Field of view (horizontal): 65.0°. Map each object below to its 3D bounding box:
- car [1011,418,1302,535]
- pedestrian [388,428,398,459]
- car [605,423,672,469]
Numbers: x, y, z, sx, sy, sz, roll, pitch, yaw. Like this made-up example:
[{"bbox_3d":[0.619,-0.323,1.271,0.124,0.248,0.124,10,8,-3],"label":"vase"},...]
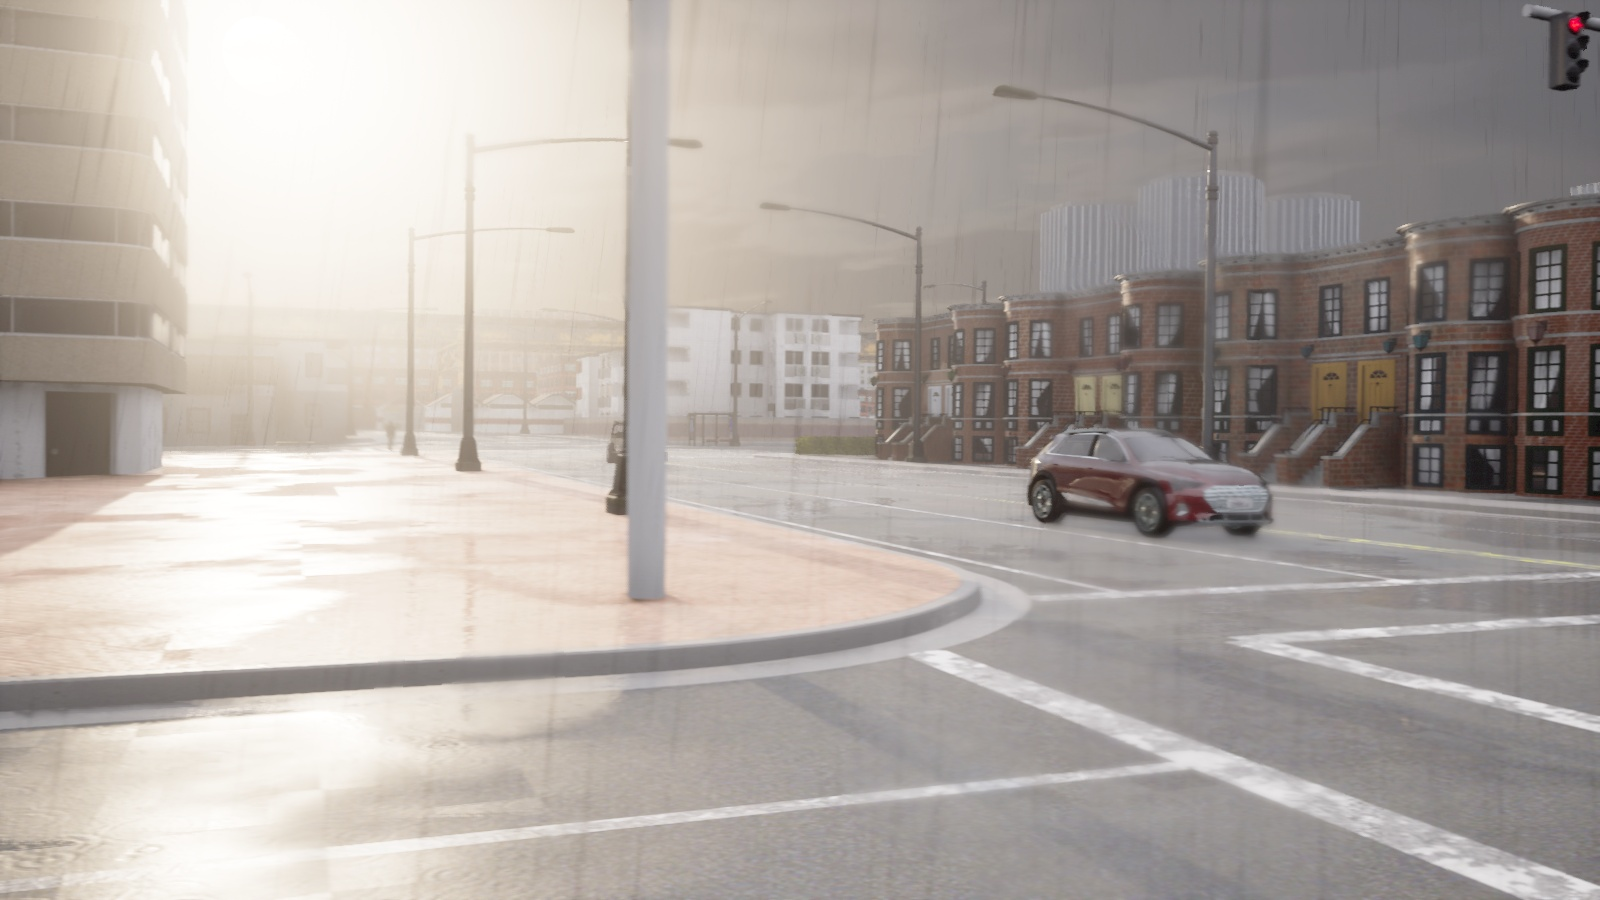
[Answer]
[{"bbox_3d":[5.582,0.335,20.433,2.033,1.649,4.856,-1,1,-21],"label":"car"},{"bbox_3d":[-24.352,-0.376,75.136,0.431,1.840,0.703,-1,1,-26],"label":"pedestrian"},{"bbox_3d":[-6.826,-0.191,52.780,1.905,1.878,3.866,-1,1,-21],"label":"car"}]
